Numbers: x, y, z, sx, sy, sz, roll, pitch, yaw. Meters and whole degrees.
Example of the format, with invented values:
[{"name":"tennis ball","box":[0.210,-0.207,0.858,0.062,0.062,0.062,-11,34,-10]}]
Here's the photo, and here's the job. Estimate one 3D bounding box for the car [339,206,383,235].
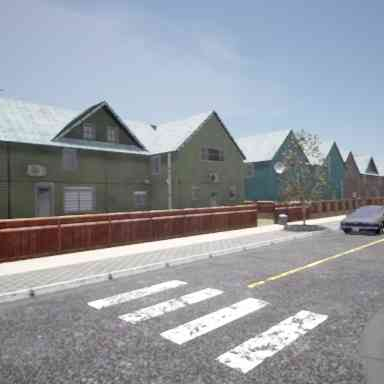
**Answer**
[{"name":"car","box":[10.138,1.490,18.648,5.357,1.411,2.033,-1,-1,-45]}]
